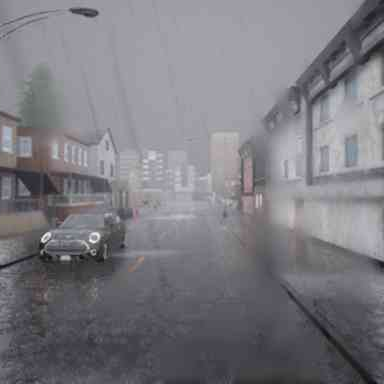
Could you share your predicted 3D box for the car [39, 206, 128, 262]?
[{"bbox_3d":[-3.887,1.482,12.602,2.097,1.767,4.553,0,-1,1],"label":"car"}]
